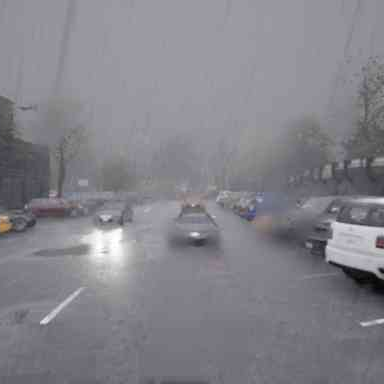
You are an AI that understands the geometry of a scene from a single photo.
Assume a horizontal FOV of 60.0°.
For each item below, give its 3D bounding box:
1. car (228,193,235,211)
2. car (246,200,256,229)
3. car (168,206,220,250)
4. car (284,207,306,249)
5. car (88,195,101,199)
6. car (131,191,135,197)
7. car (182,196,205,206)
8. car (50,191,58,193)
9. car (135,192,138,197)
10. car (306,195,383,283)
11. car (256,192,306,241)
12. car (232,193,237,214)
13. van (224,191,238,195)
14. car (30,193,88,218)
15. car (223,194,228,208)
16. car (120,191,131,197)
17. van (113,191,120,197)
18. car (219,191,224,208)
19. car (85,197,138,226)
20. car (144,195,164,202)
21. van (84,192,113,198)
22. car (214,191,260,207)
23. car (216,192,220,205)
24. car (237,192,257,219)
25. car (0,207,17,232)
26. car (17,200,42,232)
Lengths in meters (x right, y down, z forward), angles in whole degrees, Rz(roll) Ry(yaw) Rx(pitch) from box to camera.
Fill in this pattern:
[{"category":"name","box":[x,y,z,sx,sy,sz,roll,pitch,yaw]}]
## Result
[{"category":"car","box":[5.915,1.182,29.325,4.553,1.767,2.185,1,0,-20]},{"category":"car","box":[5.767,1.376,17.171,5.366,1.575,1.946,1,1,-20]},{"category":"car","box":[0.090,1.479,13.936,1.994,1.385,4.181,0,0,0]},{"category":"car","box":[5.922,1.419,11.201,4.892,1.521,2.231,1,0,-20]},{"category":"car","box":[-10.994,1.307,29.837,4.892,1.521,2.231,-1,1,-20]},{"category":"car","box":[-10.961,0.961,44.639,5.566,2.045,2.435,-1,0,-20]},{"category":"car","box":[0.105,1.163,31.009,2.097,1.767,4.553,0,0,0]},{"category":"car","box":[-26.648,0.843,63.904,2.435,2.045,5.566,0,1,-19]},{"category":"car","box":[-11.002,0.925,50.523,5.566,2.045,2.435,-1,1,-20]},{"category":"car","box":[5.966,1.185,8.179,5.566,2.045,2.435,1,0,-20]},{"category":"car","box":[5.909,1.148,14.207,5.566,2.045,2.435,1,1,-20]},{"category":"car","box":[5.921,1.200,26.296,4.553,1.767,2.185,1,0,-20]},{"category":"van","box":[6.067,1.045,35.412,4.442,1.987,1.878,1,0,-20]},{"category":"car","box":[-11.028,1.199,26.862,4.553,1.767,2.185,-1,0,-20]},{"category":"car","box":[5.961,1.290,32.346,4.892,1.521,2.231,1,1,-20]},{"category":"car","box":[-10.965,0.980,41.680,5.566,2.045,2.435,-1,0,-20]},{"category":"van","box":[-11.099,1.027,38.663,4.442,1.987,1.878,-1,1,-20]},{"category":"car","box":[5.993,1.126,38.396,4.553,1.767,2.185,1,1,-20]},{"category":"car","box":[-5.101,1.358,22.080,2.128,1.511,4.902,0,0,0]},{"category":"car","box":[-7.500,1.258,65.972,1.895,1.301,4.718,0,0,-39]},{"category":"van","box":[-11.102,1.045,35.703,4.442,1.987,1.878,-1,1,-20]},{"category":"car","box":[5.987,0.961,44.453,5.566,2.045,2.435,1,0,-20]},{"category":"car","box":[5.944,0.980,41.393,5.566,2.045,2.435,1,1,-20]},{"category":"car","box":[5.973,1.112,20.269,5.566,2.045,2.435,1,0,-20]},{"category":"car","box":[-11.177,1.396,14.966,5.366,1.575,1.946,-1,1,-20]},{"category":"car","box":[-10.980,1.408,18.012,4.792,1.488,2.163,-1,0,-20]}]
